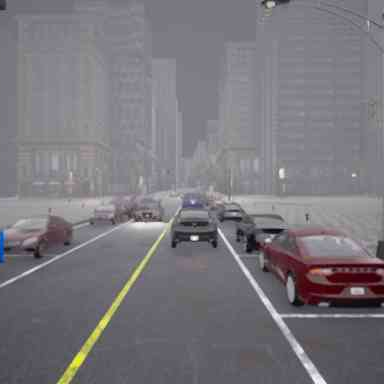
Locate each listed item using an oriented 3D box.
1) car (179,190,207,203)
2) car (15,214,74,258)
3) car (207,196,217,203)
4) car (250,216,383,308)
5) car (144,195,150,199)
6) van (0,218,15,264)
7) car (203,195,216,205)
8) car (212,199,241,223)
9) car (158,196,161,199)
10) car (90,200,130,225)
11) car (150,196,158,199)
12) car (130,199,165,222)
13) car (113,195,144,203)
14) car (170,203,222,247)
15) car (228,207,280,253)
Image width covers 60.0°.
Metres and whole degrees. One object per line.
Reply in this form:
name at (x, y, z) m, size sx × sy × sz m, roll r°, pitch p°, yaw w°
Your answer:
car at (0.098, 1.057, 33.320) m, size 2.150 × 2.045 × 5.566 m, roll 0°, pitch 0°, yaw 0°
car at (-5.762, 1.524, 12.421) m, size 1.802 × 1.307 × 4.206 m, roll 0°, pitch 0°, yaw 0°
car at (2.763, 1.409, 34.782) m, size 1.802 × 1.307 × 4.206 m, roll 0°, pitch 0°, yaw 0°
car at (2.763, 1.508, 7.784) m, size 1.887 × 1.381 × 4.507 m, roll 0°, pitch 0°, yaw 0°
car at (-5.762, 1.274, 33.624) m, size 1.967 × 1.590 × 4.097 m, roll 0°, pitch 0°, yaw 0°
van at (-5.761, 1.307, 7.119) m, size 1.690 × 1.788 × 3.998 m, roll 0°, pitch 0°, yaw 0°
car at (2.763, 1.264, 52.948) m, size 1.947 × 1.339 × 4.313 m, roll 0°, pitch 0°, yaw 0°
car at (2.763, 1.453, 23.982) m, size 1.947 × 1.339 × 4.313 m, roll 0°, pitch 0°, yaw 0°
car at (-5.762, 1.280, 52.954) m, size 1.802 × 1.307 × 4.206 m, roll 0°, pitch 0°, yaw 0°
car at (-5.763, 1.474, 23.023) m, size 1.802 × 1.307 × 4.206 m, roll 0°, pitch 0°, yaw 0°
car at (-7.500, 1.132, 47.028) m, size 4.403 × 1.369 × 2.008 m, roll -1°, pitch 1°, yaw -9°
car at (-3.101, 1.445, 25.115) m, size 1.994 × 1.385 × 4.181 m, roll 0°, pitch 0°, yaw 0°
car at (-5.762, 1.180, 28.322) m, size 2.192 × 1.841 × 5.009 m, roll 0°, pitch 0°, yaw 0°
car at (0.096, 1.436, 14.680) m, size 1.837 × 1.490 × 4.892 m, roll 0°, pitch 0°, yaw 0°
car at (2.763, 1.504, 13.183) m, size 1.947 × 1.339 × 4.313 m, roll 0°, pitch 0°, yaw 0°
